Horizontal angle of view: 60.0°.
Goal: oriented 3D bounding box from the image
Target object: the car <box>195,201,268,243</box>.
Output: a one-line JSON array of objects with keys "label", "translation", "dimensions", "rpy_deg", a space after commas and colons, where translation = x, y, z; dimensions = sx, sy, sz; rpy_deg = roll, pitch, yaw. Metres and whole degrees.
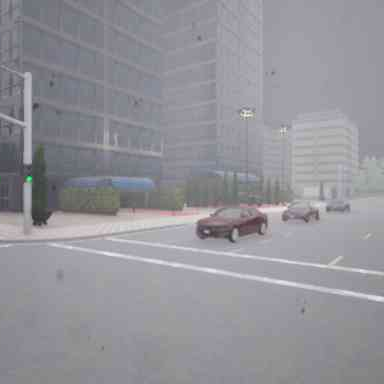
[{"label": "car", "translation": [2.072, 1.449, 16.432], "dimensions": [1.882, 1.535, 5.008], "rpy_deg": [0, 0, 35]}]

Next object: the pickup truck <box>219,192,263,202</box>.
[{"label": "pickup truck", "translation": [6.827, 0.981, 45.832], "dimensions": [6.274, 2.098, 2.390], "rpy_deg": [0, 0, -24]}]

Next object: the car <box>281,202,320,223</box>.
[{"label": "car", "translation": [8.377, 1.497, 25.371], "dimensions": [1.812, 1.442, 4.674], "rpy_deg": [0, 0, 35]}]

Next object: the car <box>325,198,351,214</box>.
[{"label": "car", "translation": [15.813, 1.473, 35.954], "dimensions": [1.837, 1.490, 4.892], "rpy_deg": [0, 1, 35]}]
